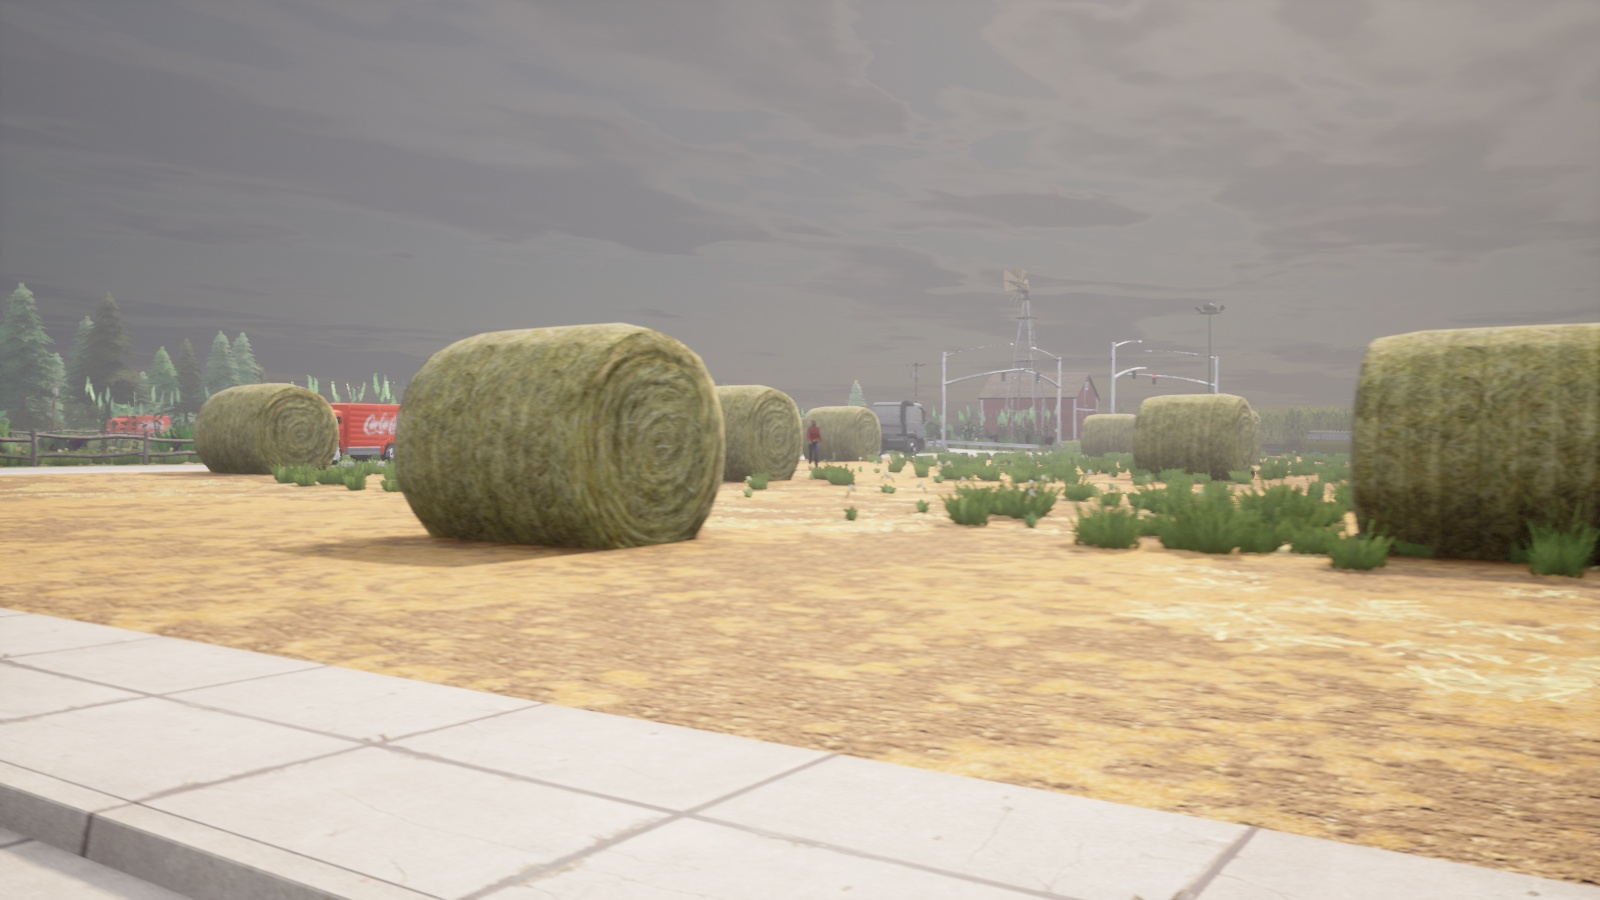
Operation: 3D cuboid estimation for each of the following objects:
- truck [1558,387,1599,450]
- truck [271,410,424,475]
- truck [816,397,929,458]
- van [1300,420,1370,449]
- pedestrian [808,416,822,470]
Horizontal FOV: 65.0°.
[{"bbox_3d":[51.795,-1.962,77.513,8.468,3.827,2.891,0,1,33],"label":"truck"},{"bbox_3d":[-18.149,-0.317,50.569,2.627,2.467,5.204,0,1,36],"label":"truck"},{"bbox_3d":[4.443,-1.356,75.400,2.891,3.462,7.936,0,1,36],"label":"truck"},{"bbox_3d":[38.527,-1.101,90.459,4.442,1.987,1.775,0,1,33],"label":"van"},{"bbox_3d":[0.518,-0.244,42.929,0.331,1.846,0.636,-1,1,-13],"label":"pedestrian"}]
